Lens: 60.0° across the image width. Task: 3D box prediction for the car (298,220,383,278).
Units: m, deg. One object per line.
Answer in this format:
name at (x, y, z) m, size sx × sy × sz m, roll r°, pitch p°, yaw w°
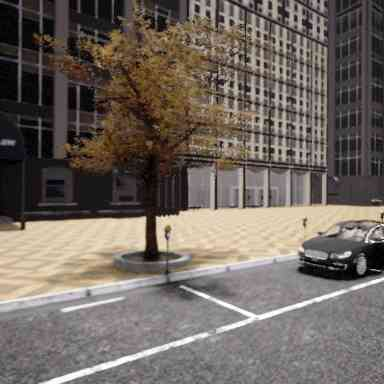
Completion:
car at (5.075, 1.568, 10.170) m, size 4.403 × 1.369 × 2.008 m, roll 0°, pitch 0°, yaw -35°
